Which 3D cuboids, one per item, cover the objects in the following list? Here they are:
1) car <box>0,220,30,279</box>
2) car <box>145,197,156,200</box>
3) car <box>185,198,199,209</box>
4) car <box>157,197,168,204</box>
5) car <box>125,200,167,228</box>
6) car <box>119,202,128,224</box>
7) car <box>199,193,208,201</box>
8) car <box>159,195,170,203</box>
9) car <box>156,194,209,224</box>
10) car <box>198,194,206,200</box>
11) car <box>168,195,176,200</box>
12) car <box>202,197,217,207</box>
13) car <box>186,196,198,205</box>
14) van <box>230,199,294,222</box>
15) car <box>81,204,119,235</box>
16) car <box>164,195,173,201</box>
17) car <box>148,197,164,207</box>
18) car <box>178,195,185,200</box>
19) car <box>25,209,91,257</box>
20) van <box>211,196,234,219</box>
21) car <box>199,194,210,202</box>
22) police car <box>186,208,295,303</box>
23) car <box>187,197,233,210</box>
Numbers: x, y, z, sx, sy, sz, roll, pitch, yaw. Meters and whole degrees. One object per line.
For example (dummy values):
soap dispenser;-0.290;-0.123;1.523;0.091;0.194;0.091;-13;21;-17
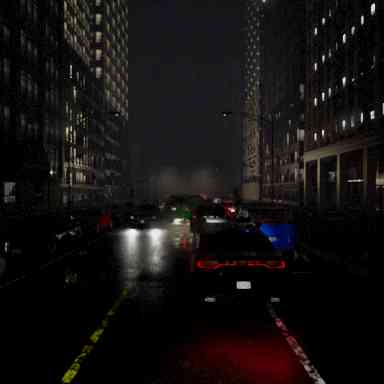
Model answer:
car;-5.693;1.549;7.264;2.008;1.369;4.403;-1;0;0
car;-5.664;1.541;41.366;2.008;1.369;4.403;-1;0;0
car;0.055;1.590;46.010;1.895;1.301;4.718;0;0;1
car;-5.645;1.566;64.100;1.802;1.307;4.206;-1;0;0
car;-2.981;1.520;22.407;1.812;1.442;4.674;0;0;0
car;-5.679;1.545;24.315;2.008;1.369;4.403;-1;0;0
car;2.747;1.293;81.145;2.192;1.841;5.009;-1;0;0
car;-5.641;1.422;69.784;1.967;1.590;4.097;-1;0;0
car;-0.123;1.214;24.673;2.150;2.045;5.566;-1;0;24
car;2.759;1.414;92.512;1.967;1.590;4.097;-1;0;0
car;-5.621;1.540;92.519;1.947;1.339;4.313;-1;0;0
car;2.726;1.538;52.725;2.008;1.369;4.403;-1;0;0
car;0.049;1.477;59.299;2.128;1.511;4.902;0;0;0
van;2.691;1.338;12.940;1.690;1.788;3.998;-1;0;0
car;-5.683;1.540;18.631;1.887;1.381;4.507;-1;0;0
car;-5.631;1.504;80.981;1.752;1.417;4.829;-1;0;0
car;-5.654;1.538;52.733;2.008;1.369;4.403;-1;0;0
car;-2.925;1.575;91.303;1.895;1.301;4.718;0;0;0
car;-5.688;1.563;12.947;1.947;1.339;4.313;-1;0;0
van;2.705;1.334;29.991;1.690;1.788;3.998;-1;0;0
car;2.743;1.295;75.461;2.192;1.841;5.009;-1;0;0
police car;0.906;1.423;8.398;1.930;1.638;5.238;0;0;0
car;0.913;1.347;18.259;2.097;1.767;4.553;0;0;0
